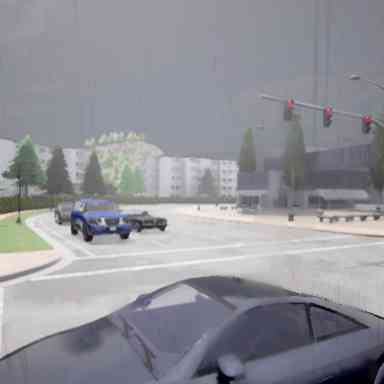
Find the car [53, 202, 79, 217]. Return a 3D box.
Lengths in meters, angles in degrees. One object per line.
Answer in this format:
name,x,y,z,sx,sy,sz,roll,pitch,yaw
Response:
car,-13.742,1.864,36.509,2.128,1.511,4.902,1,-1,-15

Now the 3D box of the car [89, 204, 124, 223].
car,-7.964,1.881,30.478,2.033,1.411,5.357,1,-1,-27

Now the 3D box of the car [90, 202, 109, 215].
car,-11.047,1.942,40.163,1.837,1.490,4.892,0,-1,-11

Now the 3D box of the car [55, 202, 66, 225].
car,-9.906,1.781,26.881,1.837,1.490,4.892,1,-1,-26

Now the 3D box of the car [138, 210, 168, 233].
car,-3.323,1.858,22.023,1.895,1.301,4.718,1,-1,-30

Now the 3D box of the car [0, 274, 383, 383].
car,0.215,1.608,3.242,4.181,1.385,1.994,1,-1,-28

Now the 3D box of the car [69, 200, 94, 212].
car,-15.495,1.979,46.799,2.128,1.511,4.902,0,0,-3

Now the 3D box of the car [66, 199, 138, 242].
car,-5.129,1.419,18.188,2.150,2.045,5.566,1,-1,-30
